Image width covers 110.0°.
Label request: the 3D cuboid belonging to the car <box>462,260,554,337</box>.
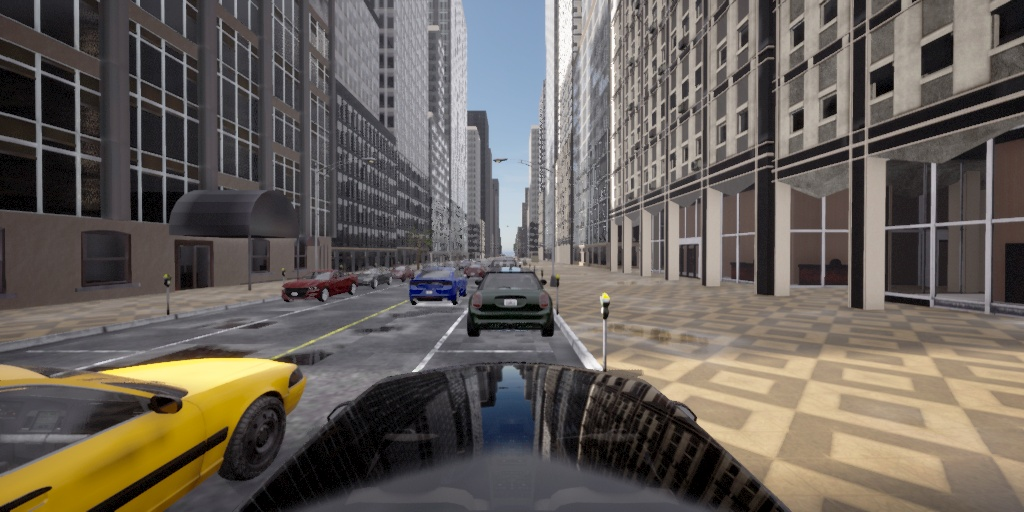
[{"bbox_3d":[-0.033,1.101,10.471,2.097,1.767,4.553,0,0,0],"label":"car"}]

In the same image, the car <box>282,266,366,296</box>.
[{"bbox_3d":[-8.837,1.292,16.839,1.888,1.381,4.507,0,0,0],"label":"car"}]

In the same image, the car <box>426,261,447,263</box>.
[{"bbox_3d":[-8.837,1.293,39.574,2.007,1.370,4.403,0,0,0],"label":"car"}]

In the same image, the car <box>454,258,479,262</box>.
[{"bbox_3d":[-6.146,1.343,49.098,2.033,1.411,5.357,0,0,0],"label":"car"}]

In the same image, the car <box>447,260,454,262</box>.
[{"bbox_3d":[-8.837,1.290,50.940,2.007,1.370,4.403,0,0,0],"label":"car"}]

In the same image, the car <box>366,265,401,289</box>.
[{"bbox_3d":[-8.838,1.296,22.523,2.007,1.370,4.403,0,0,0],"label":"car"}]

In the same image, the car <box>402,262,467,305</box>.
[{"bbox_3d":[-3.146,1.233,16.097,1.882,1.535,5.008,0,0,0],"label":"car"}]

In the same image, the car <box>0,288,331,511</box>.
[{"bbox_3d":[-3.146,1.206,1.693,1.801,1.575,5.366,0,0,0],"label":"car"}]

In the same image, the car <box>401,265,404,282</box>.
[{"bbox_3d":[-8.837,1.327,28.206,1.802,1.307,4.207,0,0,0],"label":"car"}]

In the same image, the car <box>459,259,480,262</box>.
[{"bbox_3d":[-3.146,1.278,31.098,1.812,1.442,4.674,0,0,0],"label":"car"}]

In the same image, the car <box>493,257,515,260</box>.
[{"bbox_3d":[-0.457,1.060,22.523,2.192,1.841,5.009,0,0,0],"label":"car"}]
